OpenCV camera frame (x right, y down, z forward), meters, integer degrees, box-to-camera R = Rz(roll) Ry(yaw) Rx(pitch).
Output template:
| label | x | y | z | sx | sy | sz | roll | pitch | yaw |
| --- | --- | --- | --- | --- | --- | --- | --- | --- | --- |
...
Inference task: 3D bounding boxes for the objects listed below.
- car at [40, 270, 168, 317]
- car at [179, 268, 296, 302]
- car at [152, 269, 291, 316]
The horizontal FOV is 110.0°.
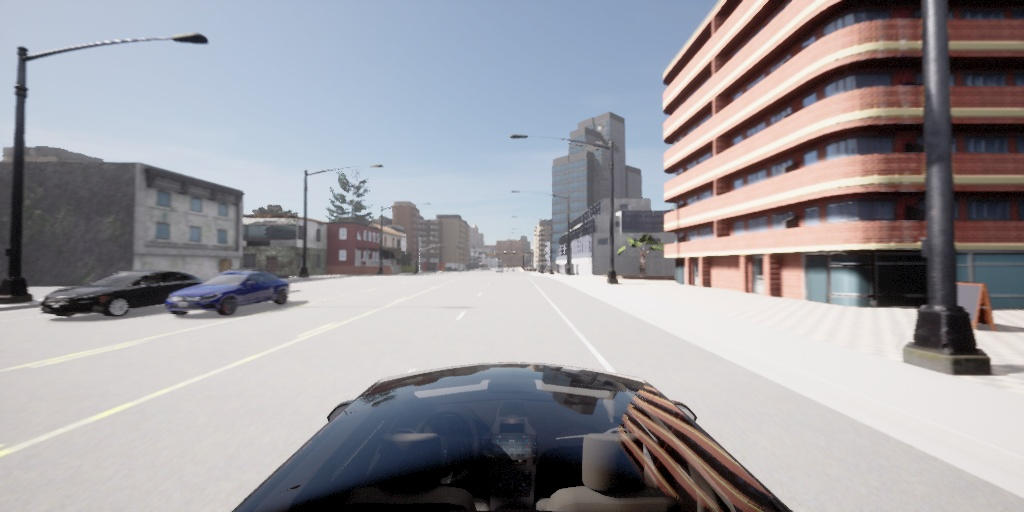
| label | x | y | z | sx | sy | sz | roll | pitch | yaw |
| --- | --- | --- | --- | --- | --- | --- | --- | --- | --- |
| car | -14.005 | 1.308 | 13.438 | 1.837 | 1.490 | 4.892 | 0 | 0 | 0 |
| car | -14.064 | 1.385 | 18.949 | 2.033 | 1.411 | 5.357 | 0 | 0 | 0 |
| car | -10.586 | 1.335 | 13.880 | 1.812 | 1.442 | 4.674 | 0 | 0 | 0 |
